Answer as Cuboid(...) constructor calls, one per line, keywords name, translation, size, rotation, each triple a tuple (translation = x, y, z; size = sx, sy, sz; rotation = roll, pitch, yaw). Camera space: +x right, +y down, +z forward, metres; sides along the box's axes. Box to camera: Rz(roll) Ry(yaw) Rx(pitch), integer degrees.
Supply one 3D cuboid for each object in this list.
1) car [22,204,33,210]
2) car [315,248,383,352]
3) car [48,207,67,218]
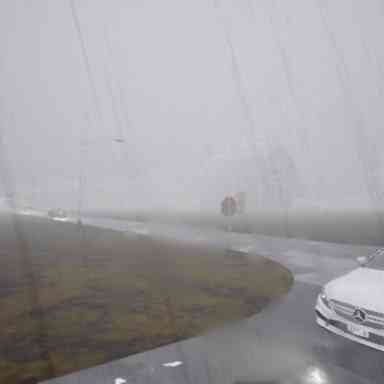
Cuboid(name="car", translation=(-42.296, 3.861, 85.465), size=(1.837, 1.490, 4.892), rotation=(2, -2, -35))
Cuboid(name="car", translation=(4.142, 1.619, 5.823), size=(4.674, 1.442, 1.812), rotation=(1, -1, -35))
Cuboid(name="car", translation=(-19.875, 2.948, 48.965), size=(2.128, 1.511, 4.902), rotation=(2, -3, -35))
